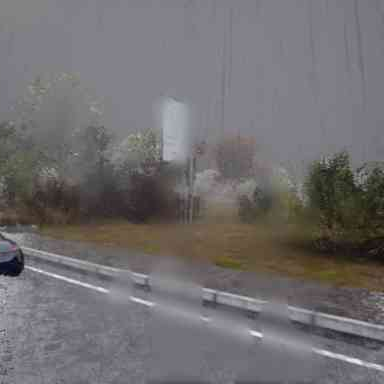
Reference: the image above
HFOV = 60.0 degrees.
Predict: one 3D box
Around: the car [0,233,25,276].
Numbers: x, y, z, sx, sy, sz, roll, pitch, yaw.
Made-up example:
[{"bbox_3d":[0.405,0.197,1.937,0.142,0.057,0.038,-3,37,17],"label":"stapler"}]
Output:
[{"bbox_3d":[-6.424,1.576,9.261,4.181,1.385,1.994,0,0,40],"label":"car"}]
